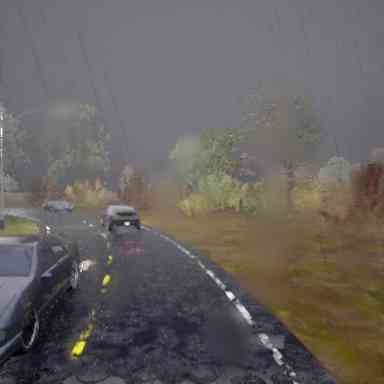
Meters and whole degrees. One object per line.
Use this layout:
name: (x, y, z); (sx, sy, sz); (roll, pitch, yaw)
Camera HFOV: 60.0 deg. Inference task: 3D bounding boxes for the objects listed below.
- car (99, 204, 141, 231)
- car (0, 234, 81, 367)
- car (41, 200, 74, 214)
car: (-4.515, 1.500, 20.634); (1.837, 1.490, 4.892); (0, 0, -22)
car: (-3.385, 1.560, 6.198); (2.033, 1.411, 5.357); (0, 0, -8)
car: (-14.818, 1.574, 36.543); (2.033, 1.411, 5.357); (-1, 0, -43)
